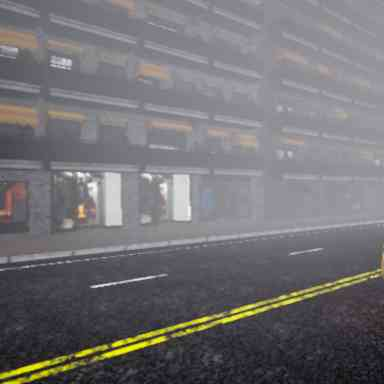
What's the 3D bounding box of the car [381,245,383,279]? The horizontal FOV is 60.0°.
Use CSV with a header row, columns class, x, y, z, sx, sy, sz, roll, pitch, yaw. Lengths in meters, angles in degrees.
class,x,y,z,sx,sy,sz,roll,pitch,yaw
car,6.616,1.489,8.182,5.008,1.535,1.882,0,0,-35
